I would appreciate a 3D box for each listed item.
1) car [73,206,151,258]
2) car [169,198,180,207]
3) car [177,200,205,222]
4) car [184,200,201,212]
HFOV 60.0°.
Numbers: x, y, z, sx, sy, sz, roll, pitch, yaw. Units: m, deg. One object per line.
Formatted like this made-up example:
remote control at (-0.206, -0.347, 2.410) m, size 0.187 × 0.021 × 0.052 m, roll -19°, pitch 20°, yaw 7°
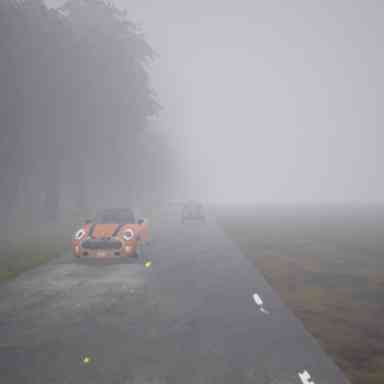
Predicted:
car at (-2.851, 1.369, 12.692) m, size 2.097 × 1.767 × 4.553 m, roll 0°, pitch 0°, yaw 0°
car at (-2.803, 1.669, 55.629) m, size 1.812 × 1.442 × 4.674 m, roll 0°, pitch 0°, yaw 0°
car at (0.095, 1.595, 26.476) m, size 2.033 × 1.411 × 5.357 m, roll 0°, pitch 0°, yaw 0°
car at (0.086, 1.653, 40.260) m, size 1.994 × 1.385 × 4.181 m, roll 0°, pitch 0°, yaw 0°
